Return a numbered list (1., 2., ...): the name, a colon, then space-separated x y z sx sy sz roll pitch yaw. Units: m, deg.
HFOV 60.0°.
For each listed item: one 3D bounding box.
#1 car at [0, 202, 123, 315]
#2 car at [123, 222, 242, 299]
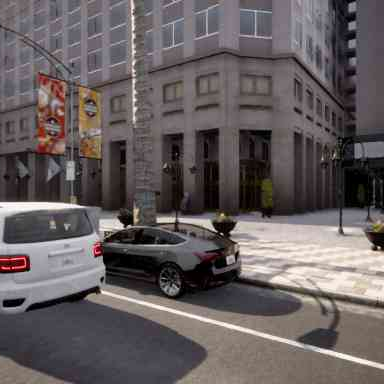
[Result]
1. car: -4.236 1.221 7.012 5.566 2.045 2.150 0 0 35
2. car: -1.076 1.513 8.554 4.786 1.482 2.161 0 0 35
